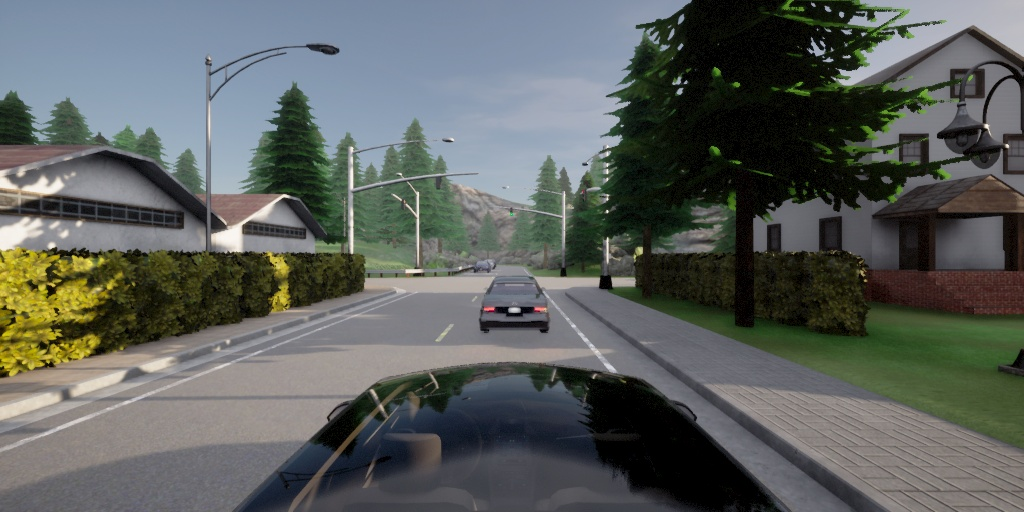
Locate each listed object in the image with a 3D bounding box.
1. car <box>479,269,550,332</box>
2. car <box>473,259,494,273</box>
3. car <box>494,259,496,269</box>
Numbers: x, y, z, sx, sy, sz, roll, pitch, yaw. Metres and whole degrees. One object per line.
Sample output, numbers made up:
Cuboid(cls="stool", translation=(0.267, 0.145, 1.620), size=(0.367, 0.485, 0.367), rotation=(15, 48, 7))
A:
Cuboid(cls="car", translation=(0.076, 1.298, 10.805), size=(2.033, 1.411, 5.357), rotation=(0, 0, 0))
Cuboid(cls="car", translation=(-3.573, 1.276, 43.609), size=(1.812, 1.442, 4.674), rotation=(0, 0, 0))
Cuboid(cls="car", translation=(-3.568, 1.276, 53.627), size=(1.812, 1.442, 4.674), rotation=(0, 0, 0))
